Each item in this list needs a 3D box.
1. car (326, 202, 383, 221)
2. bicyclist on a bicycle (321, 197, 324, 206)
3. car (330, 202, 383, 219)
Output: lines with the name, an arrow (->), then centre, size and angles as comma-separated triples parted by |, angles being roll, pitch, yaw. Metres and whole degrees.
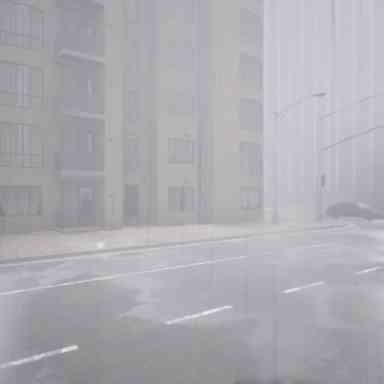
car -> 13.401, 1.525, 27.380 | 1.812, 1.442, 4.674 | 0, 0, -34
bicyclist on a bicycle -> 18.319, 1.301, 47.564 | 1.656, 1.620, 0.582 | 0, 0, -34
car -> 15.424, 1.601, 30.603 | 1.895, 1.301, 4.718 | 0, 0, -34
